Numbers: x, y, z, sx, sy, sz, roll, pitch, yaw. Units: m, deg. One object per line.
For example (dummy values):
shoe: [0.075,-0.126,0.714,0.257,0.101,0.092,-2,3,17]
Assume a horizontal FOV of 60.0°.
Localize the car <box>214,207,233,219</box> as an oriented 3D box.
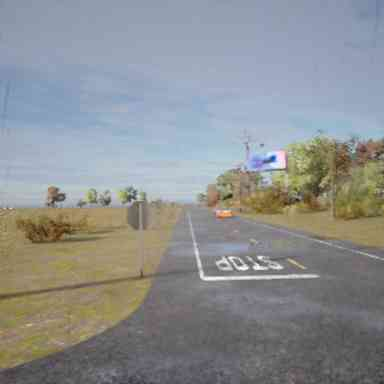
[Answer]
car: [4.932,3.049,50.449,2.097,1.767,4.553,-1,-2,-1]
